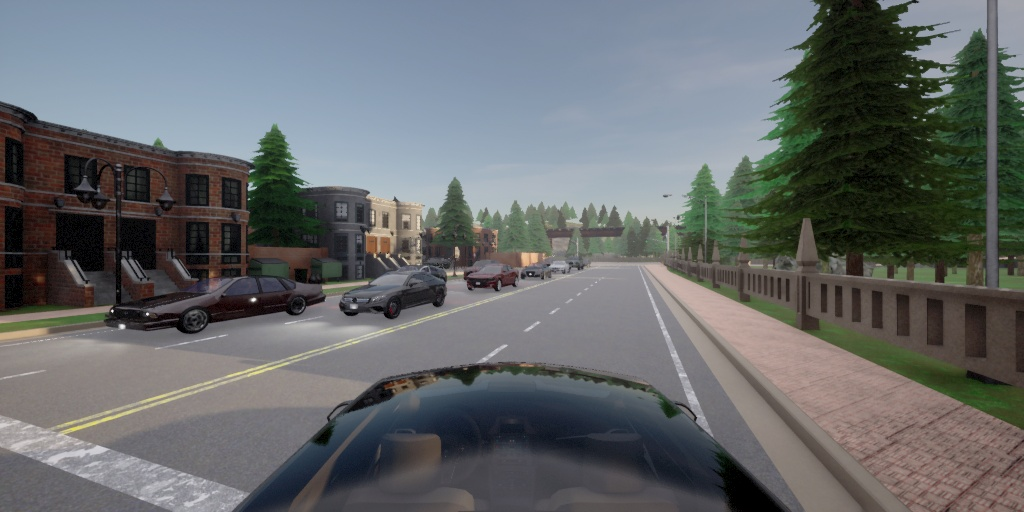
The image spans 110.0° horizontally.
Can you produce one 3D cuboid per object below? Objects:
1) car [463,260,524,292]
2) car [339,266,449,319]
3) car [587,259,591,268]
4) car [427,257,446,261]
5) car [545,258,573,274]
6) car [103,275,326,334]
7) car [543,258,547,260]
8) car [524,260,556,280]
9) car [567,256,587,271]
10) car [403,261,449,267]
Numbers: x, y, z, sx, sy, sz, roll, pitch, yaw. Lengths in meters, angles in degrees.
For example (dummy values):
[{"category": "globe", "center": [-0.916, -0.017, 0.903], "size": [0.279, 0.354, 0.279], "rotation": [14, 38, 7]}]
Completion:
[{"category": "car", "center": [-1.052, 1.228, 21.953], "size": [1.882, 1.535, 5.008], "rotation": [0, 0, 19]}, {"category": "car", "center": [-4.063, 1.276, 13.123], "size": [1.812, 1.442, 4.674], "rotation": [0, 0, 19]}, {"category": "car", "center": [12.295, 1.254, 61.014], "size": [1.837, 1.490, 4.892], "rotation": [0, 0, 19]}, {"category": "car", "center": [-11.398, 1.063, 51.738], "size": [4.553, 1.767, 2.097], "rotation": [0, 0, 21]}, {"category": "car", "center": [5.436, 1.276, 40.978], "size": [1.812, 1.442, 4.674], "rotation": [0, 0, 19]}, {"category": "car", "center": [-8.459, 1.297, 11.082], "size": [2.033, 1.411, 5.357], "rotation": [0, 0, 19]}, {"category": "car", "center": [5.205, 1.101, 51.137], "size": [2.097, 1.767, 4.553], "rotation": [0, 0, 19]}, {"category": "car", "center": [2.189, 1.314, 31.430], "size": [1.994, 1.385, 4.181], "rotation": [0, 0, 20]}, {"category": "car", "center": [8.809, 0.971, 50.848], "size": [2.150, 2.045, 5.566], "rotation": [0, 0, 19]}, {"category": "car", "center": [-5.403, 1.242, 20.054], "size": [2.128, 1.511, 4.902], "rotation": [0, 0, 18]}]
